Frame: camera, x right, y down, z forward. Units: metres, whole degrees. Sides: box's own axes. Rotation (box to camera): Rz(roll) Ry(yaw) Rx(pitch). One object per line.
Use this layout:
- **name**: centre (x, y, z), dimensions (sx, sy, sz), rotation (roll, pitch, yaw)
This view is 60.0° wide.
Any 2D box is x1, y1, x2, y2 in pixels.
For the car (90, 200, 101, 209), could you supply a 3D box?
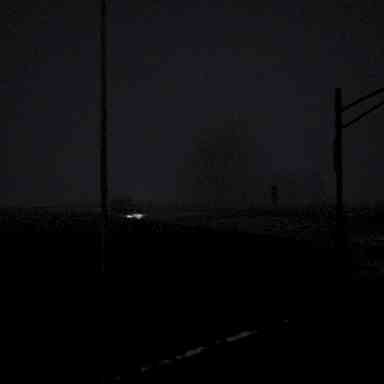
- **car**: centre (-17.119, 2.198, 60.904), dimensions (2.128, 1.511, 4.902), rotation (-2, 0, -36)

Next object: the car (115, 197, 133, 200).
- **car**: centre (-10.901, 1.778, 52.283), dimensions (2.150, 2.045, 5.566), rotation (-2, 0, -35)

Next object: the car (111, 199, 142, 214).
- **car**: centre (-8.408, 2.052, 42.579), dimensions (2.033, 1.411, 5.357), rotation (-2, 0, -36)
